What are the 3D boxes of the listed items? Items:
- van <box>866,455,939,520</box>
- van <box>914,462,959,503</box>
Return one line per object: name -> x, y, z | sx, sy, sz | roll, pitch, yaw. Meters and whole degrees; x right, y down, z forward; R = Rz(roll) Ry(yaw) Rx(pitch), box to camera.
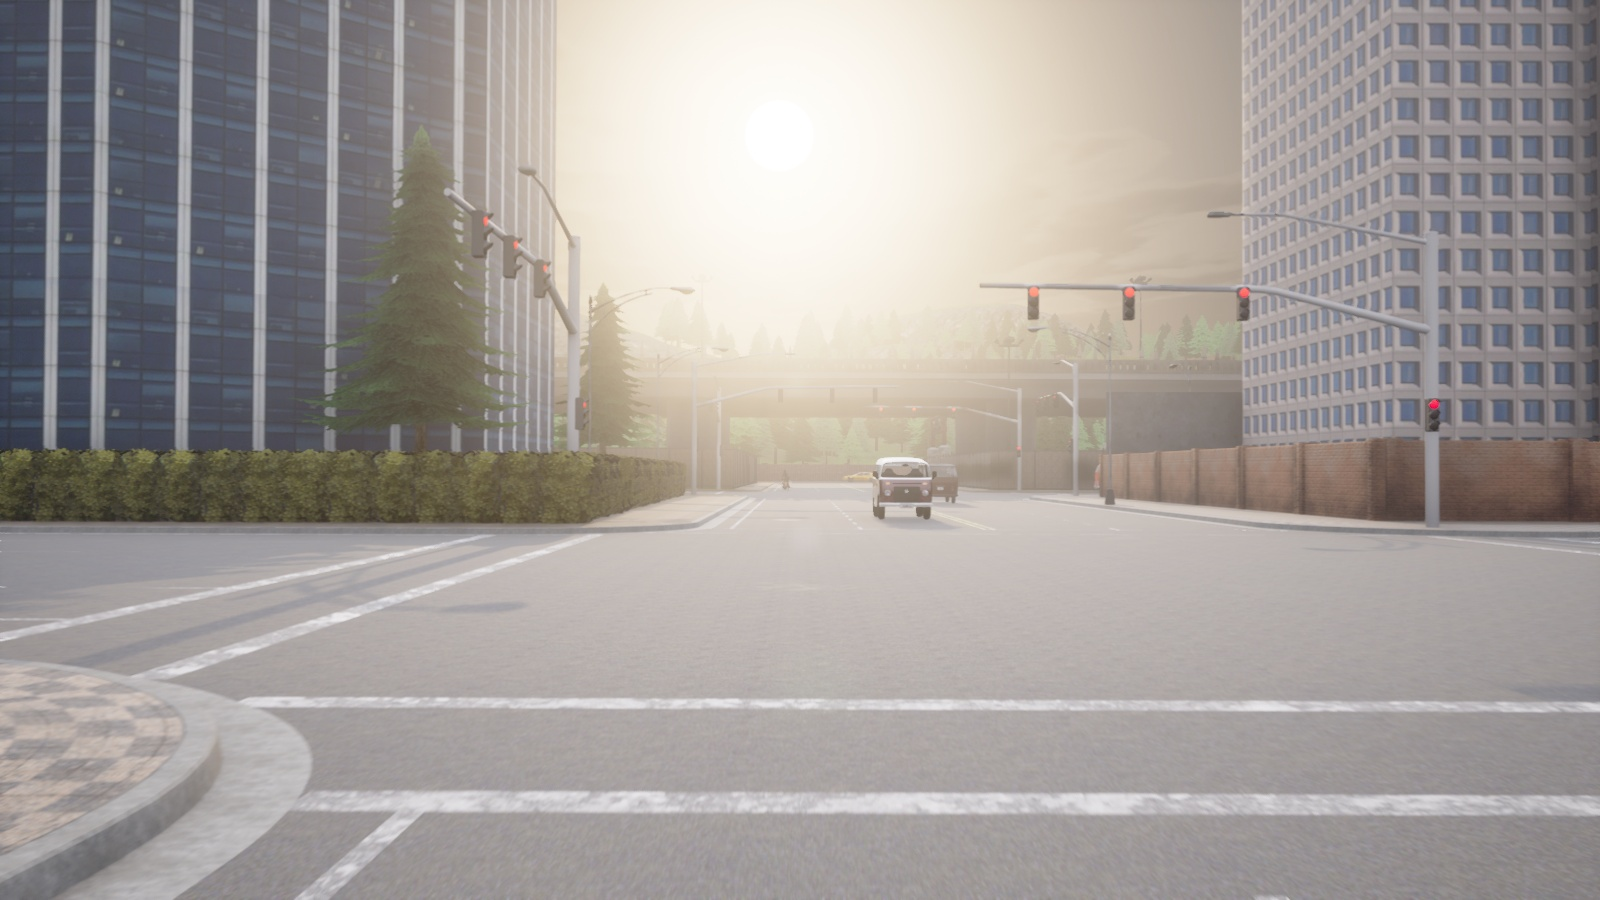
van -> 3.396, 1.232, 42.279 | 2.069, 2.038, 4.480 | 0, -1, 0
van -> 6.845, 1.600, 63.338 | 1.775, 1.987, 4.442 | 0, -1, 0
